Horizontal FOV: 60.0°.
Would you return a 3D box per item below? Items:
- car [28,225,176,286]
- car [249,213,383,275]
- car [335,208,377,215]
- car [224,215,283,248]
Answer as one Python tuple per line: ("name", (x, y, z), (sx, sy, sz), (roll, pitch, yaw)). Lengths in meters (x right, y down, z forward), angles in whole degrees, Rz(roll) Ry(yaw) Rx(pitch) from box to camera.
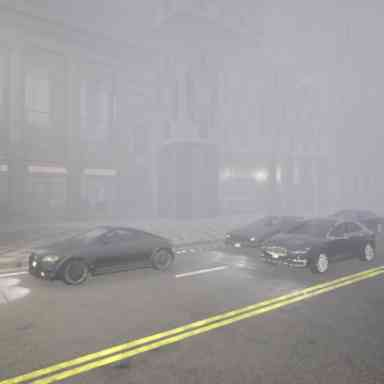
("car", (-2.549, 1.718, 9.954), (4.181, 1.385, 1.994), (0, -1, -37))
("car", (4.351, 1.646, 11.135), (4.892, 1.490, 1.837), (1, -1, -37))
("car", (9.141, 1.704, 19.076), (5.008, 1.535, 1.882), (0, -1, -38))
("car", (3.913, 1.740, 14.886), (5.357, 1.411, 2.033), (0, -1, -38))
